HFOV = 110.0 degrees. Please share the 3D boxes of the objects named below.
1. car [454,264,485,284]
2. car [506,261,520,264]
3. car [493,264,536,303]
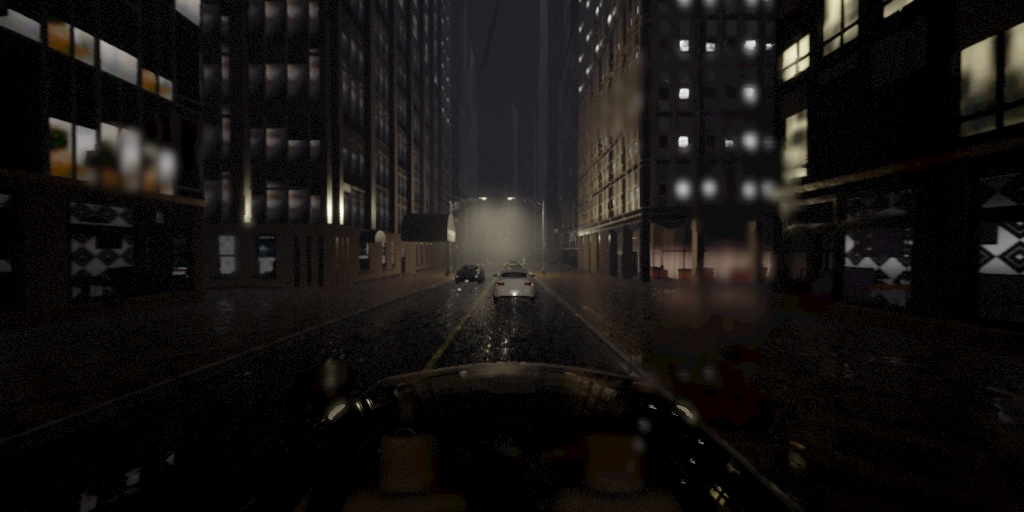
[{"bbox_3d":[-3.043,1.307,26.940,2.033,1.411,5.357,0,0,0],"label":"car"},{"bbox_3d":[0.110,1.276,39.672,1.837,1.490,4.892,0,0,0],"label":"car"},{"bbox_3d":[0.104,1.278,16.709,1.812,1.442,4.674,0,0,0],"label":"car"}]
